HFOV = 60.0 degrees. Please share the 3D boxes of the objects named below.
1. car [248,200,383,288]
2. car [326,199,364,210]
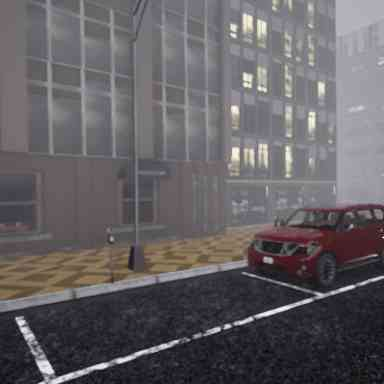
[{"bbox_3d":[3.846,1.278,9.317,5.009,1.841,2.192,0,0,-36],"label":"car"},{"bbox_3d":[21.377,1.718,46.739,2.008,1.369,4.403,-2,0,-36],"label":"car"}]
